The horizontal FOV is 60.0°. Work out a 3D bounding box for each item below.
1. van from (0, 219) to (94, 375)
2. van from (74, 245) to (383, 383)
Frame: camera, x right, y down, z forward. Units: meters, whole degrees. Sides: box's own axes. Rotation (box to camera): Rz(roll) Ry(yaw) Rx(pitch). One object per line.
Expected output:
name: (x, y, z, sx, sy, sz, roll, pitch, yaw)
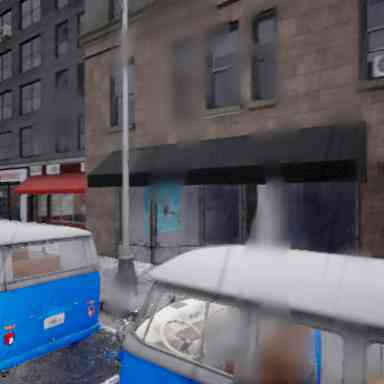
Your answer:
van: (-3.188, 1.339, 5.159, 3.998, 1.788, 1.690, 0, -1, 36)
van: (1.272, 1.345, 1.955, 3.998, 1.788, 1.690, 0, -1, 36)
